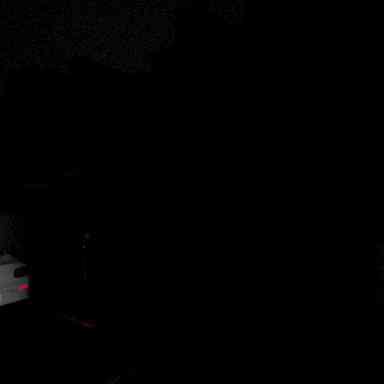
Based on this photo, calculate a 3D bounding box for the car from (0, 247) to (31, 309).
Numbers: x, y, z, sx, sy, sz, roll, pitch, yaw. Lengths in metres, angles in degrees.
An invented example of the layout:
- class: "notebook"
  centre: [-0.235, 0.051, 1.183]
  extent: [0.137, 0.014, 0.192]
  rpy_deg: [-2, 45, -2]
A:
- class: "car"
  centre: [-4.995, 1.522, 6.561]
  extent: [4.674, 1.442, 1.812]
  rpy_deg: [0, 0, 36]
